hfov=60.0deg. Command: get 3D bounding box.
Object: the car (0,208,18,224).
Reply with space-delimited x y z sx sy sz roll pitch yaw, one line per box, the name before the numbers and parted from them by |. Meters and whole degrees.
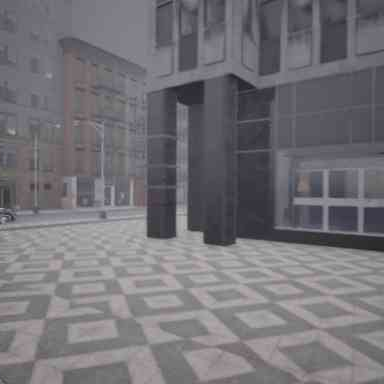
car | -13.587 1.374 20.817 2.128 1.511 4.902 1 0 35
